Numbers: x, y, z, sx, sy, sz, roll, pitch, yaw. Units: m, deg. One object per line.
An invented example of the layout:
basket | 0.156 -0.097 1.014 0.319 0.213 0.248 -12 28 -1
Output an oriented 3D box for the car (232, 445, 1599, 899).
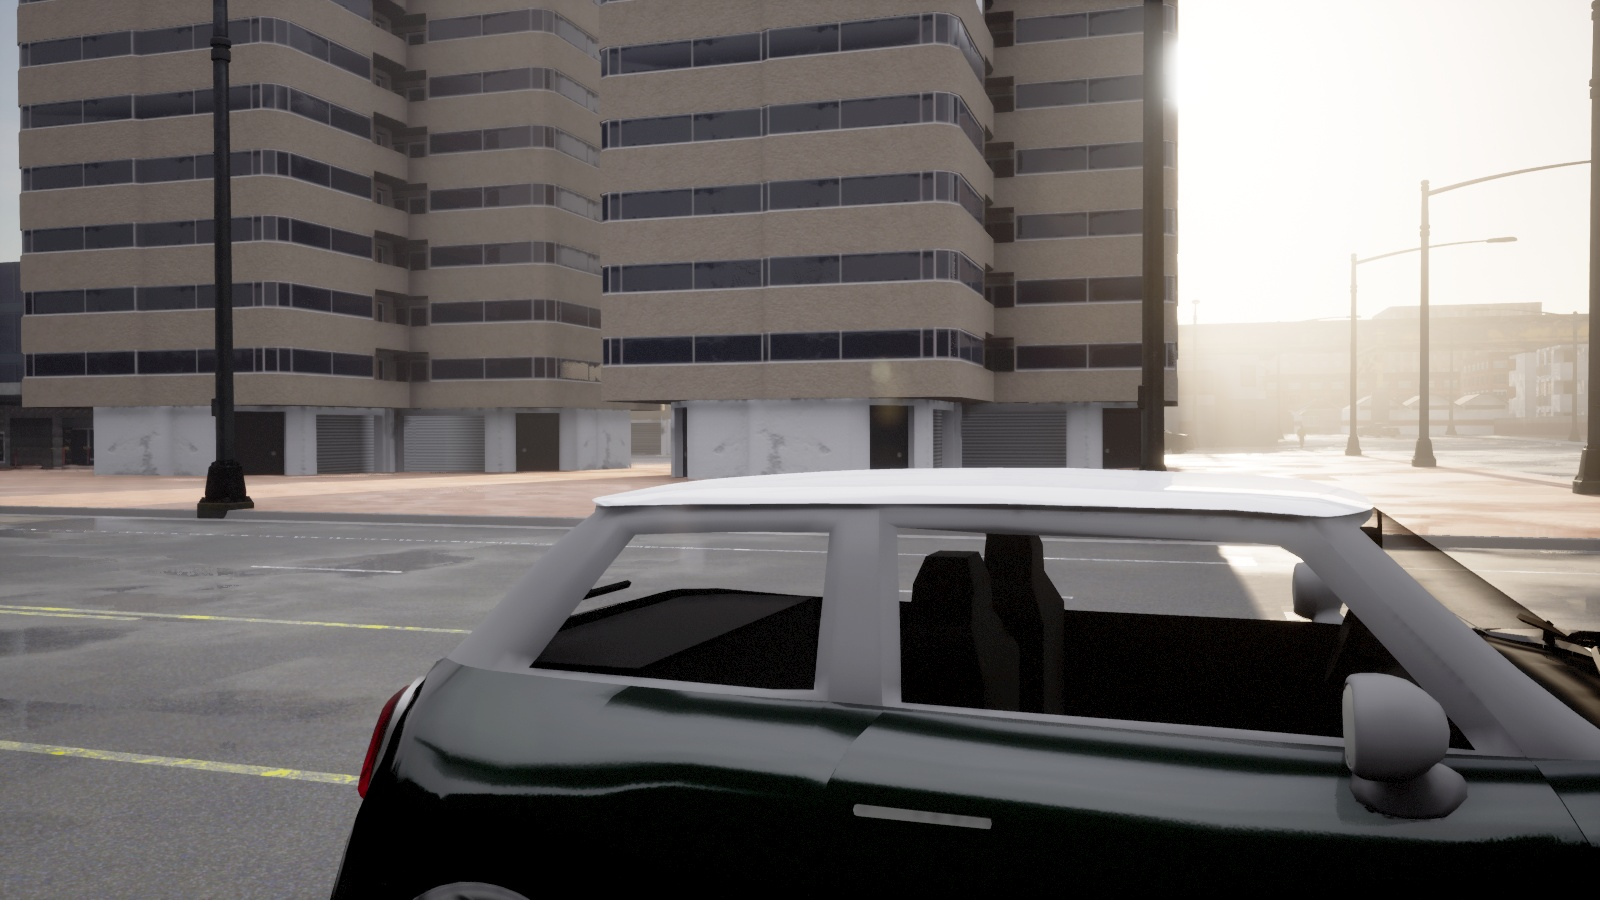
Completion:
car | 0.941 0.749 2.925 3.806 1.475 1.970 1 1 19

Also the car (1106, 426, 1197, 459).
car | 22.580 -0.496 80.627 5.566 2.045 2.150 0 1 17
